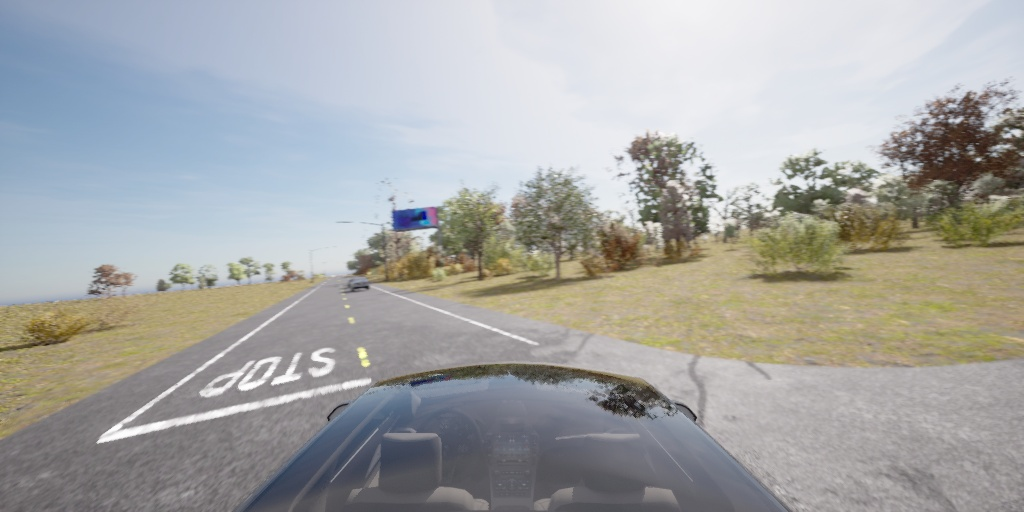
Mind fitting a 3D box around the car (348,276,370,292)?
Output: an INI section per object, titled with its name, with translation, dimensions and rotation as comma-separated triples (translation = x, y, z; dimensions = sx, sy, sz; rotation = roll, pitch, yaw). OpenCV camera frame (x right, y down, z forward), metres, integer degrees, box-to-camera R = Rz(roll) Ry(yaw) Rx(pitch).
[car]
translation = -16.675, 3.069, 39.369
dimensions = 2.033, 1.411, 5.357
rotation = -5, 0, -25
